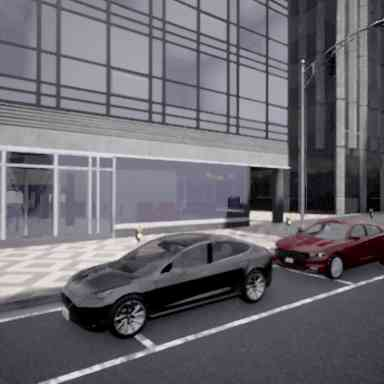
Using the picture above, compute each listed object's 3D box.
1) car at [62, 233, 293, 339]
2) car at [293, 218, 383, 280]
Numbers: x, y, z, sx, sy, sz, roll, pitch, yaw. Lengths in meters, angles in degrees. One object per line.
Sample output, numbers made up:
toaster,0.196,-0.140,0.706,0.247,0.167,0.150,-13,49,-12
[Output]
car,-0.245,1.546,6.581,4.313,1.339,1.947,0,1,-35
car,4.335,1.494,9.846,4.507,1.381,1.887,0,1,-35
